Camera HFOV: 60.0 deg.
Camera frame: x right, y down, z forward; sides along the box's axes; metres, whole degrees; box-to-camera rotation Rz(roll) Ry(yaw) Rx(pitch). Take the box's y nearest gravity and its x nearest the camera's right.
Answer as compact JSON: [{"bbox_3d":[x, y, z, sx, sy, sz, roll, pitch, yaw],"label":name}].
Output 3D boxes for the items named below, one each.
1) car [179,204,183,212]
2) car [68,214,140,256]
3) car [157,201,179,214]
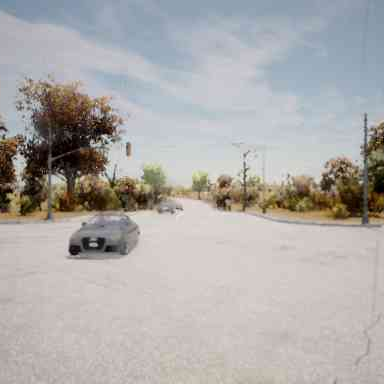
[{"bbox_3d":[-2.678,2.956,64.298,1.882,1.535,5.008,0,-3,1],"label":"car"},{"bbox_3d":[-3.276,1.570,13.111,1.994,1.385,4.181,0,0,1],"label":"car"},{"bbox_3d":[-2.973,1.814,38.972,2.128,1.511,4.902,0,-2,1],"label":"car"}]
